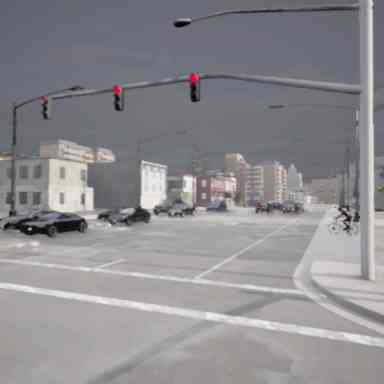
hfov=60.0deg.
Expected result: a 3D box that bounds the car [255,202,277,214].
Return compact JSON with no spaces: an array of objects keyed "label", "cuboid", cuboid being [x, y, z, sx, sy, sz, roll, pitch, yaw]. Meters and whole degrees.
[{"label":"car","cuboid":[10.060,2.226,46.197,1.837,1.490,4.892,0,-1,24]}]

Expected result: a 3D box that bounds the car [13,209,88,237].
[{"label":"car","cuboid":[-8.504,1.960,20.856,1.994,1.385,4.181,0,-1,23]}]

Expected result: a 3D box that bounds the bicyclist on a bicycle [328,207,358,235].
[{"label":"bicyclist on a bicycle","cuboid":[8.988,1.728,19.849,1.656,1.620,0.582,-1,-1,23]}]

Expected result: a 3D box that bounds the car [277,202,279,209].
[{"label":"car","cuboid":[14.074,2.397,55.755,2.033,1.411,5.357,0,-1,23]}]

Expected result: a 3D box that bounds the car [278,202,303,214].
[{"label":"car","cuboid":[13.578,2.265,45.505,2.033,1.411,5.357,0,-1,23]}]

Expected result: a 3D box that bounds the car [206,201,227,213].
[{"label":"car","cuboid":[3.634,2.100,49.217,2.097,1.767,4.553,0,-1,24]}]

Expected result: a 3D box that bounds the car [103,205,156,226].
[{"label":"car","cuboid":[-5.231,2.040,28.542,1.812,1.442,4.674,0,-1,23]}]

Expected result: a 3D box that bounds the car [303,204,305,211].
[{"label":"car","cuboid":[17.294,2.363,54.385,1.812,1.442,4.674,0,-1,23]}]

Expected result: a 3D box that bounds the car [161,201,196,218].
[{"label":"car","cuboid":[-1.131,2.116,38.147,2.128,1.511,4.902,0,-1,23]}]

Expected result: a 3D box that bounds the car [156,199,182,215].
[{"label":"car","cuboid":[-2.905,1.897,42.918,2.150,2.045,5.566,0,-1,24]}]

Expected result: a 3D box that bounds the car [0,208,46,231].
[{"label":"car","cuboid":[-11.176,1.924,23.517,2.128,1.511,4.902,0,-1,23]}]

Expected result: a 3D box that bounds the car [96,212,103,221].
[{"label":"car","cuboid":[-7.098,2.112,33.096,2.033,1.411,5.357,0,-1,24]}]
